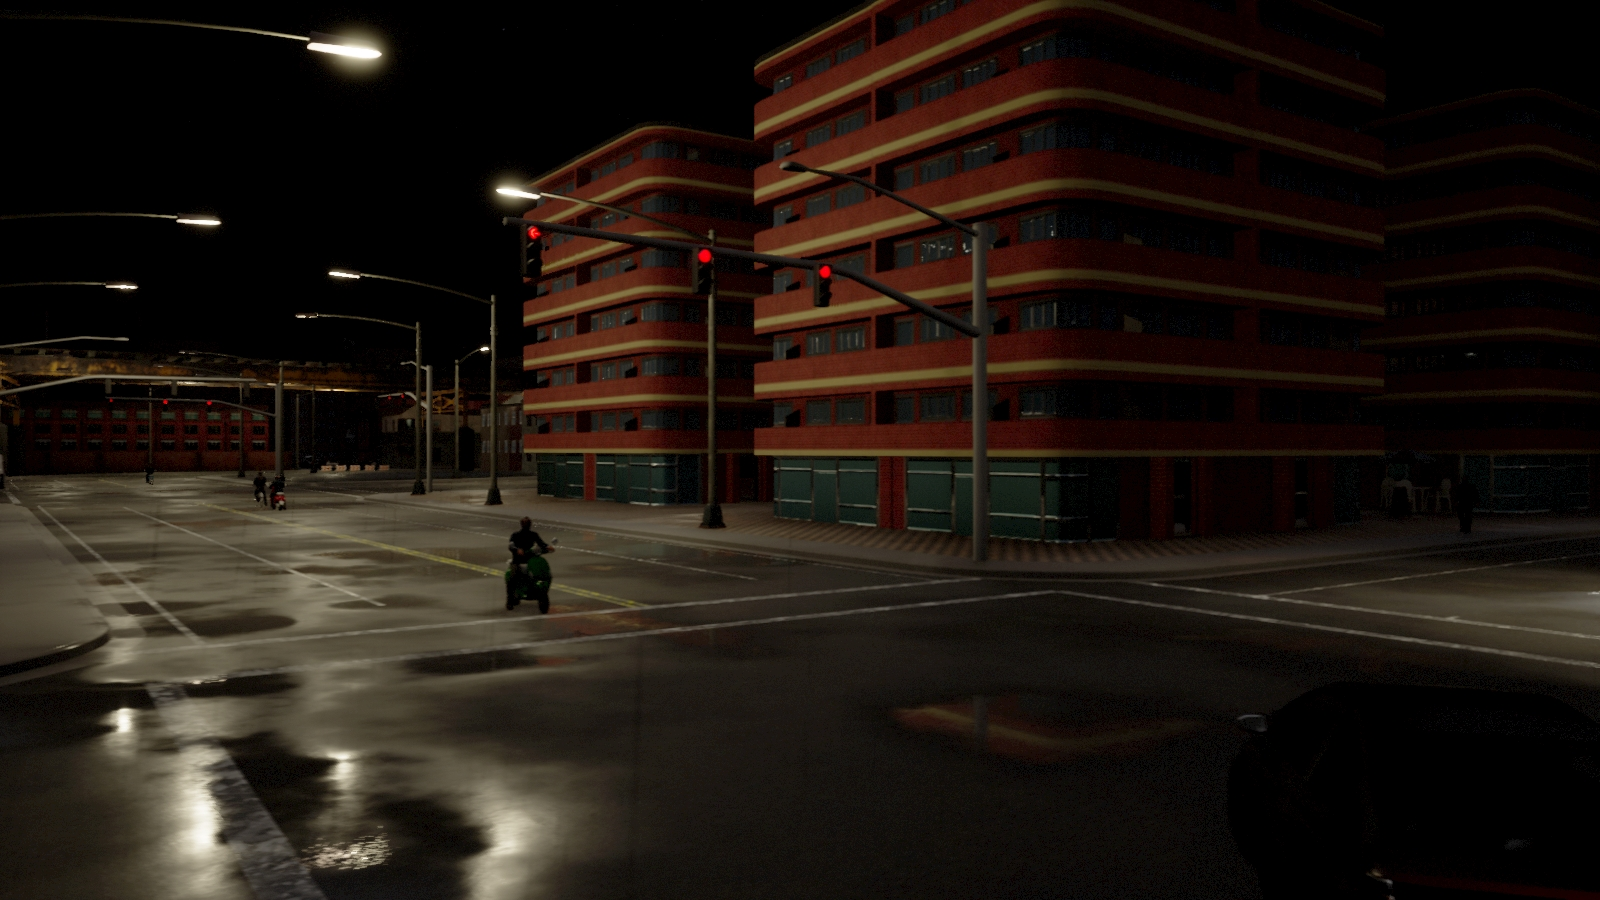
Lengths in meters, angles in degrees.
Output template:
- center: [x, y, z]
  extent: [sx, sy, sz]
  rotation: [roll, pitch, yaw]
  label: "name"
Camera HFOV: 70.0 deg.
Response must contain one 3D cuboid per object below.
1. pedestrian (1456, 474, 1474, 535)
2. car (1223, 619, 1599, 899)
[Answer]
- center: [20.731, 1.684, 35.595]
  extent: [0.375, 1.860, 0.375]
  rotation: [0, 0, -40]
  label: "pedestrian"
- center: [3.493, 2.037, 6.151]
  extent: [2.007, 1.525, 4.514]
  rotation: [0, 0, 17]
  label: "car"
